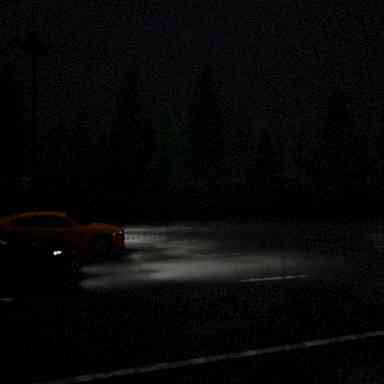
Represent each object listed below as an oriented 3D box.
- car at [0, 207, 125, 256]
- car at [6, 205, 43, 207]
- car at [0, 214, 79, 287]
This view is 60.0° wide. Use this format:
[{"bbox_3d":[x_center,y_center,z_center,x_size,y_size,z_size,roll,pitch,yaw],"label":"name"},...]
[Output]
[{"bbox_3d":[-4.947,1.439,11.901,5.008,1.535,1.882,1,0,-18],"label":"car"},{"bbox_3d":[-6.467,1.475,15.105,4.674,1.442,1.812,1,0,-18],"label":"car"},{"bbox_3d":[-5.432,1.441,8.071,4.902,1.511,2.128,1,0,-18],"label":"car"}]
